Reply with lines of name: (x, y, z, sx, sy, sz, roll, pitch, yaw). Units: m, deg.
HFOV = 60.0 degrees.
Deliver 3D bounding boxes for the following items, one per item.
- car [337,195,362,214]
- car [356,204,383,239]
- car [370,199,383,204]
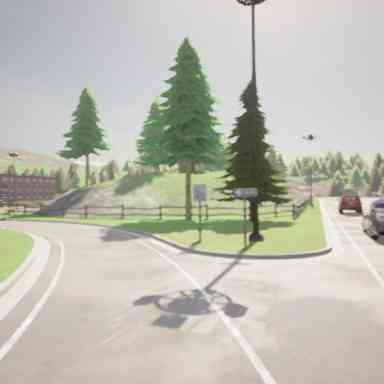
car: (17.389, 1.335, 36.799, 2.150, 2.045, 5.566, -1, 0, 21)
car: (10.024, 1.579, 17.170, 2.033, 1.411, 5.357, -1, -1, 21)
car: (21.476, 1.551, 37.714, 1.882, 1.535, 5.008, -1, 0, 21)
